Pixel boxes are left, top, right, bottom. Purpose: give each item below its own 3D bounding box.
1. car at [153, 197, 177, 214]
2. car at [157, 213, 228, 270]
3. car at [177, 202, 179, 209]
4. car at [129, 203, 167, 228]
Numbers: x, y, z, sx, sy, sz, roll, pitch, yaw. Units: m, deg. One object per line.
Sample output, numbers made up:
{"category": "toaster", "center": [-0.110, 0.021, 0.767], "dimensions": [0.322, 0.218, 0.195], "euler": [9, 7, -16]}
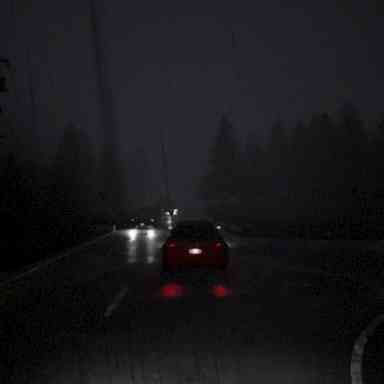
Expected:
{"category": "car", "center": [-3.290, 1.620, 39.402], "dimensions": [2.150, 2.045, 5.566], "euler": [0, -1, 0]}
{"category": "car", "center": [0.092, 1.654, 11.373], "dimensions": [1.994, 1.385, 4.181], "euler": [0, 0, 0]}
{"category": "car", "center": [-3.249, 2.052, 55.431], "dimensions": [2.128, 1.511, 4.902], "euler": [0, -1, 1]}
{"category": "car", "center": [-3.298, 1.799, 24.773], "dimensions": [2.033, 1.411, 5.357], "euler": [0, -1, 0]}
